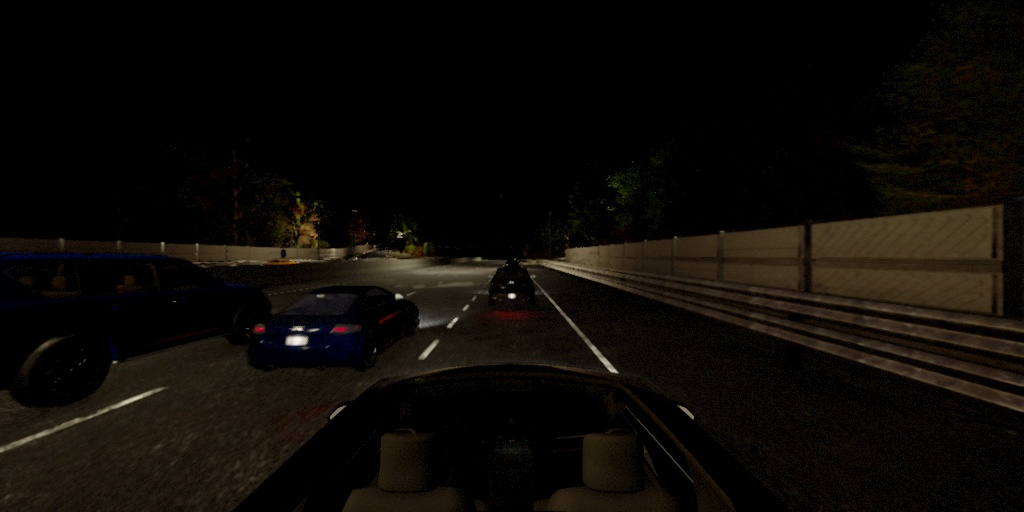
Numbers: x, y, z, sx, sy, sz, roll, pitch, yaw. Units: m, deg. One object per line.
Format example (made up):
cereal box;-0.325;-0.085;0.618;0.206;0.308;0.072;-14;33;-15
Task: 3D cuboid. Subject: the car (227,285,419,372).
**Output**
car;-3.398;1.300;7.672;1.994;1.385;4.181;0;0;0

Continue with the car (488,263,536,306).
car;-0.002;1.227;15.686;1.837;1.490;4.892;0;0;0

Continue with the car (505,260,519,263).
car;-0.002;1.230;48.342;1.812;1.442;4.674;0;0;0

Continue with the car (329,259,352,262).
car;-24.509;1.269;49.620;1.994;1.385;4.181;0;0;0

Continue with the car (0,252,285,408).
car;-6.901;0.961;6.308;2.150;2.045;5.566;0;0;0

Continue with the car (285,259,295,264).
car;-31.506;1.176;48.361;1.882;1.535;5.008;0;1;0
